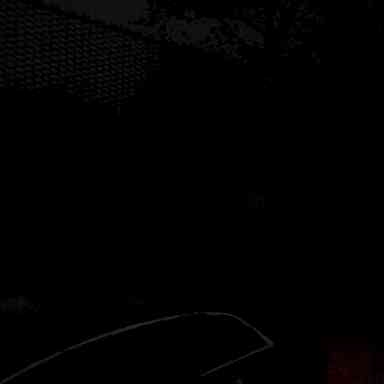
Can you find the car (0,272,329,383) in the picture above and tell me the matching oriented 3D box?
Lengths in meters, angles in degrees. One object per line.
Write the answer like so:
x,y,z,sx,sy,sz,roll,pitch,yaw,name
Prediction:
-1.000,1.505,2.354,4.892,1.490,1.837,0,0,-35,car
